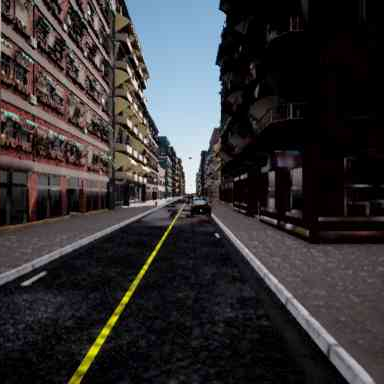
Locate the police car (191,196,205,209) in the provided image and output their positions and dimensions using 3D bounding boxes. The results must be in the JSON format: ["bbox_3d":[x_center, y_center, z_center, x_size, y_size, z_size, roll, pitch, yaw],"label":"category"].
[{"bbox_3d":[0.825,1.506,48.201,1.930,1.638,5.238,0,0,0],"label":"police car"}]

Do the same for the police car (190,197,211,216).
[{"bbox_3d":[0.825,1.462,32.200,1.930,1.638,5.238,0,0,0],"label":"police car"}]

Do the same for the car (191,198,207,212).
[{"bbox_3d":[0.825,1.595,42.091,1.837,1.490,4.892,0,0,0],"label":"car"}]
